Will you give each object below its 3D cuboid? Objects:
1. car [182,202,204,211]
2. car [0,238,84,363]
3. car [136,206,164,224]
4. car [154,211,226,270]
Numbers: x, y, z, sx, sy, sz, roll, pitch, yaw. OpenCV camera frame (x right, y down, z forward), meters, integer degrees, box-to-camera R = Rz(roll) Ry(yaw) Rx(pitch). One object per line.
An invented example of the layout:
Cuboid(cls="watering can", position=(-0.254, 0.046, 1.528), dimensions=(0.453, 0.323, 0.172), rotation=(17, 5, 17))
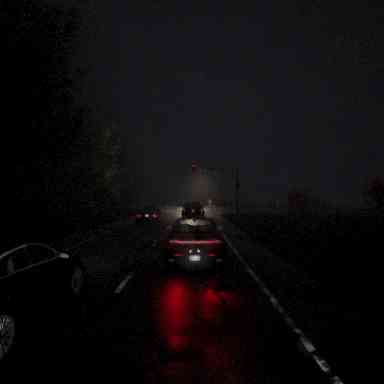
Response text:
Cuboid(cls="car", position=(0.092, 1.712, 31.416), dimensions=(2.097, 1.767, 4.553), rotation=(0, 0, 0))
Cuboid(cls="car", position=(-3.427, 1.562, 5.830), dimensions=(2.128, 1.511, 4.902), rotation=(0, 0, 0))
Cuboid(cls="car", position=(-3.406, 1.862, 27.563), dimensions=(2.033, 1.411, 5.357), rotation=(0, -1, 0))
Cuboid(cls="car", position=(0.088, 1.626, 11.569), dimensions=(2.128, 1.511, 4.902), rotation=(0, -1, 0))
